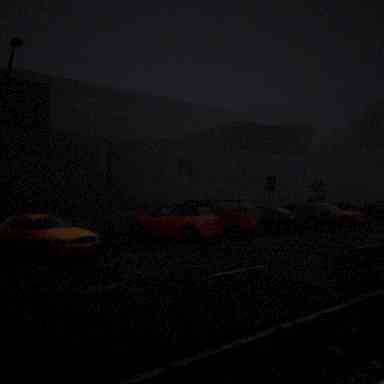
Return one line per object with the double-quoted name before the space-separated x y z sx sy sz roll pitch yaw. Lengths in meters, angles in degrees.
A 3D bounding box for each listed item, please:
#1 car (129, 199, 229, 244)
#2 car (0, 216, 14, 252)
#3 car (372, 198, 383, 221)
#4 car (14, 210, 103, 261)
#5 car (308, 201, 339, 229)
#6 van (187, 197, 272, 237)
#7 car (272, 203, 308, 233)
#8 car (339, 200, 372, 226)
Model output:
"car" -0.867 1.361 15.962 4.553 1.767 2.185 -1 0 35
"car" -8.206 1.523 10.802 4.792 1.488 2.163 -1 -1 35
"car" 11.294 1.427 24.622 4.792 1.488 2.163 -1 -1 35
"car" -5.596 1.487 12.415 5.366 1.575 1.946 -1 -1 35
"car" 6.378 1.480 21.188 4.792 1.488 2.163 -1 0 35
"van" 1.644 1.253 17.655 4.442 1.987 1.878 -1 -1 35
"car" 3.975 1.505 19.438 4.674 1.452 2.002 -1 0 35
"car" 8.993 1.419 22.806 5.366 1.575 1.946 -1 -1 35
